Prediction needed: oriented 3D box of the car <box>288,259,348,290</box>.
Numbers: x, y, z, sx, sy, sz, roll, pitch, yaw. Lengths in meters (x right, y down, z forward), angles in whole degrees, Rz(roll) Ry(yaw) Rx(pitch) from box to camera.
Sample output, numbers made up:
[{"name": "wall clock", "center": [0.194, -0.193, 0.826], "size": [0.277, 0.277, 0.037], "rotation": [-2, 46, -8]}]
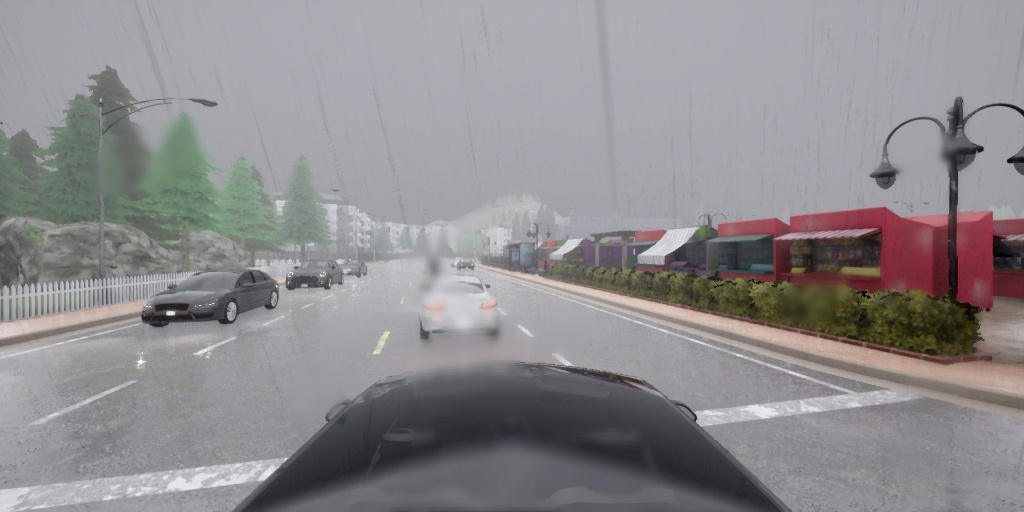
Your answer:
[{"name": "car", "center": [-11.433, 0.965, 21.062], "size": [2.097, 1.767, 4.553], "rotation": [0, 0, -13]}]

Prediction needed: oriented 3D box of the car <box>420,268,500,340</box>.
[{"name": "car", "center": [-1.494, 1.225, 9.769], "size": [1.812, 1.442, 4.674], "rotation": [0, 0, -12]}]

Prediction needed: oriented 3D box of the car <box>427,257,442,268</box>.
[{"name": "car", "center": [-10.959, 0.897, 50.798], "size": [1.837, 1.490, 4.892], "rotation": [0, 0, -13]}]

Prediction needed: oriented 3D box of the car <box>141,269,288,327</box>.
[{"name": "car", "center": [-9.210, 1.190, 11.466], "size": [1.837, 1.490, 4.892], "rotation": [0, 0, -13]}]

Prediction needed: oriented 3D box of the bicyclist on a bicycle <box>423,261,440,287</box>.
[{"name": "bicyclist on a bicycle", "center": [-4.349, 1.078, 19.612], "size": [0.582, 1.620, 1.656], "rotation": [0, 1, 25]}]

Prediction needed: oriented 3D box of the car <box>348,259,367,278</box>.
[{"name": "car", "center": [-13.652, 1.033, 30.679], "size": [2.128, 1.511, 4.902], "rotation": [0, 0, -13]}]

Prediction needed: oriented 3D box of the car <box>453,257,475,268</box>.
[{"name": "car", "center": [-5.712, 1.047, 43.749], "size": [1.895, 1.301, 4.718], "rotation": [0, 0, -13]}]
